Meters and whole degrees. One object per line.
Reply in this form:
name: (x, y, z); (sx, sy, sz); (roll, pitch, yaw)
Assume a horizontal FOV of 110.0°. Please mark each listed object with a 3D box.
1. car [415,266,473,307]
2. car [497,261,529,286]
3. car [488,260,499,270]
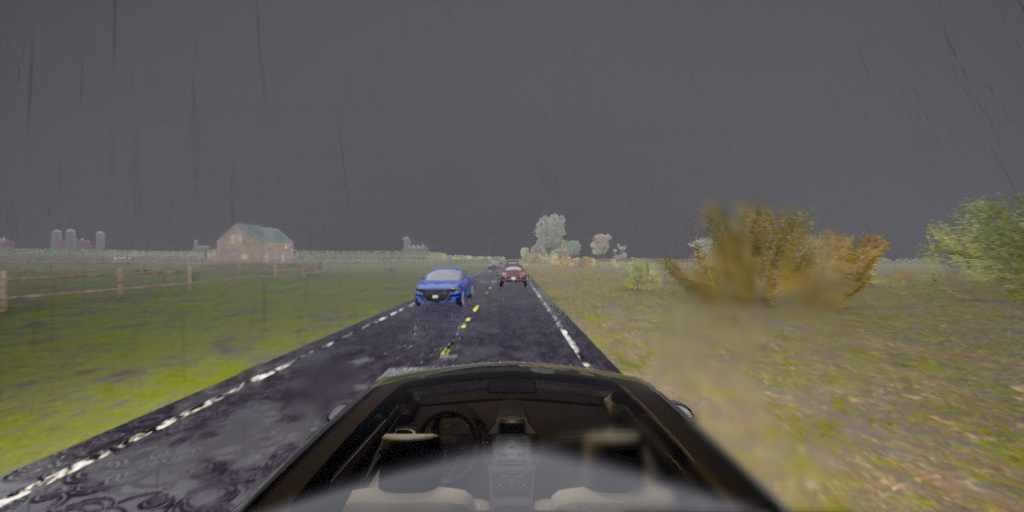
car: (-2.850, 1.236, 15.837); (1.882, 1.535, 5.008); (0, 0, 0)
car: (0.099, 1.305, 25.674); (1.812, 1.442, 4.674); (0, 0, 0)
car: (-2.801, 1.408, 58.095); (1.837, 1.490, 4.892); (0, 0, 1)
